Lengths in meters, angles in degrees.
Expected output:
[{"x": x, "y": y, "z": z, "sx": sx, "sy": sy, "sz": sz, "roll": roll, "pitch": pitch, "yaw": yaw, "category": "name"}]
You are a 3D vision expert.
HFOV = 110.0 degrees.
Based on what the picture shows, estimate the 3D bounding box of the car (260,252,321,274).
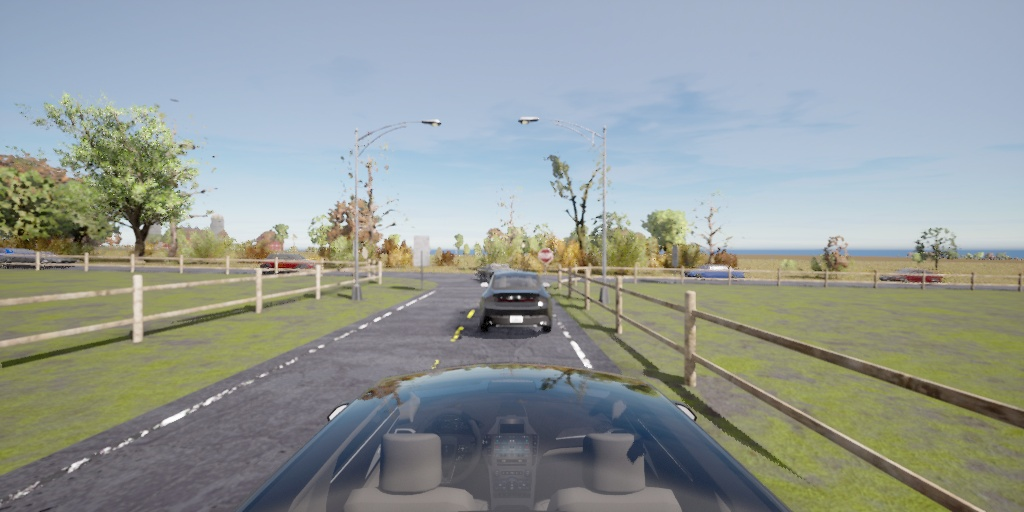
[{"x": -18.666, "y": 0.591, "z": 30.578, "sx": 4.553, "sy": 1.767, "sz": 2.097, "roll": 1, "pitch": 1, "yaw": 0, "category": "car"}]

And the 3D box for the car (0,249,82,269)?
[{"x": -40.356, "y": 0.314, "z": 30.616, "sx": 5.357, "sy": 1.411, "sz": 2.033, "roll": 1, "pitch": 1, "yaw": 0, "category": "car"}]

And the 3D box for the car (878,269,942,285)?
[{"x": 37.117, "y": 1.908, "z": 33.447, "sx": 4.674, "sy": 1.442, "sz": 1.812, "roll": 1, "pitch": 1, "yaw": 0, "category": "car"}]

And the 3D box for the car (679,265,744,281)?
[{"x": 18.607, "y": 1.536, "z": 33.487, "sx": 5.357, "sy": 1.411, "sz": 2.033, "roll": 1, "pitch": 1, "yaw": 0, "category": "car"}]

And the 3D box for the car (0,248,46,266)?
[{"x": -47.292, "y": 0.042, "z": 33.523, "sx": 5.008, "sy": 1.535, "sz": 1.882, "roll": 1, "pitch": 1, "yaw": 1, "category": "car"}]

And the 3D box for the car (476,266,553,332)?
[{"x": 0.104, "y": 1.205, "z": 10.672, "sx": 1.837, "sy": 1.490, "sz": 4.892, "roll": 0, "pitch": 0, "yaw": 0, "category": "car"}]

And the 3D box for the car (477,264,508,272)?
[{"x": -1.262, "y": 1.216, "z": 26.599, "sx": 1.895, "sy": 1.301, "sz": 4.718, "roll": 0, "pitch": 0, "yaw": -19, "category": "car"}]
